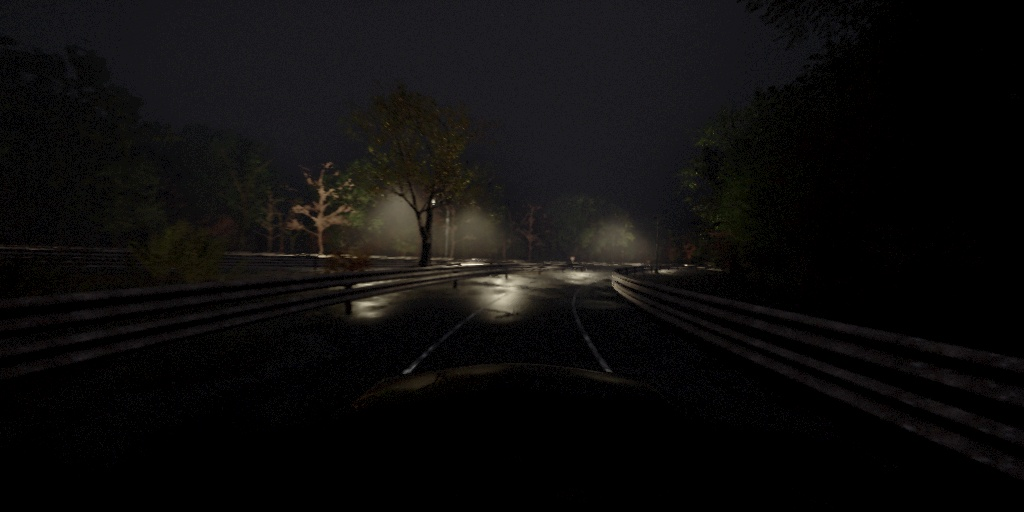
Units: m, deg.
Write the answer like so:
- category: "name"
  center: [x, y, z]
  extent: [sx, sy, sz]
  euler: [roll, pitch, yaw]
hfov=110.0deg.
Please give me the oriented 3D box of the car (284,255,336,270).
- category: "car"
  center: [-20.434, 0.625, 36.620]
  extent: [1.837, 1.490, 4.892]
  euler: [2, 0, 44]

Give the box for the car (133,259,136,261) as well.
- category: "car"
  center: [-33.416, 0.122, 28.251]
  extent: [2.033, 1.411, 5.357]
  euler: [2, 0, 44]

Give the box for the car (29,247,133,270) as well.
- category: "car"
  center: [-30.906, 0.213, 25.813]
  extent: [1.812, 1.442, 4.674]
  euler: [2, 0, 44]

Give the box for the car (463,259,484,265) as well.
- category: "car"
  center: [-5.812, 1.277, 61.768]
  extent: [2.033, 1.411, 5.357]
  euler: [2, 0, 44]
